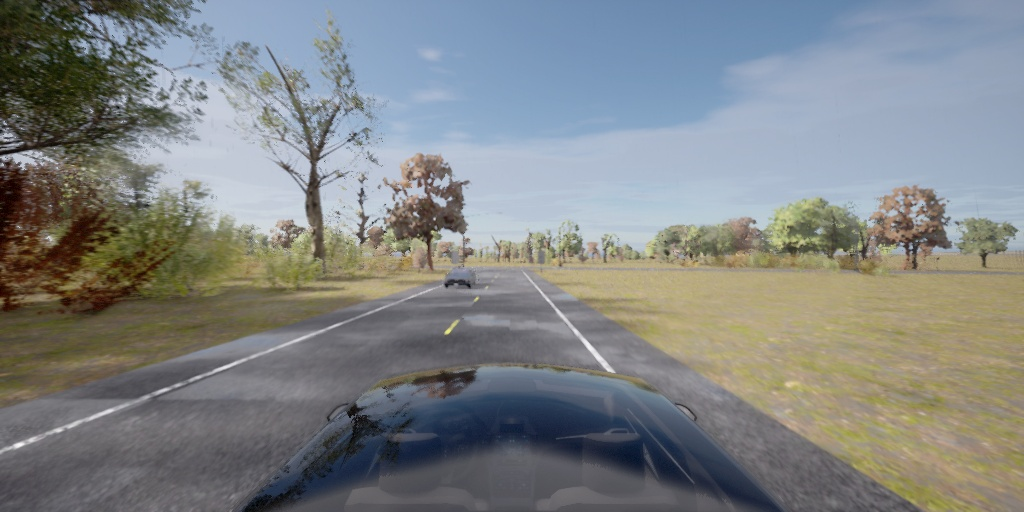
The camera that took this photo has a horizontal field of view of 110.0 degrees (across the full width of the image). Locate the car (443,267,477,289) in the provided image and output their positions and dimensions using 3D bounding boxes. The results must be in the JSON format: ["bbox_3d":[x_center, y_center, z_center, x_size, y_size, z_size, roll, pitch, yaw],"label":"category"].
[{"bbox_3d":[-3.600,1.505,25.815,2.033,1.411,5.357,0,-1,0],"label":"car"}]
